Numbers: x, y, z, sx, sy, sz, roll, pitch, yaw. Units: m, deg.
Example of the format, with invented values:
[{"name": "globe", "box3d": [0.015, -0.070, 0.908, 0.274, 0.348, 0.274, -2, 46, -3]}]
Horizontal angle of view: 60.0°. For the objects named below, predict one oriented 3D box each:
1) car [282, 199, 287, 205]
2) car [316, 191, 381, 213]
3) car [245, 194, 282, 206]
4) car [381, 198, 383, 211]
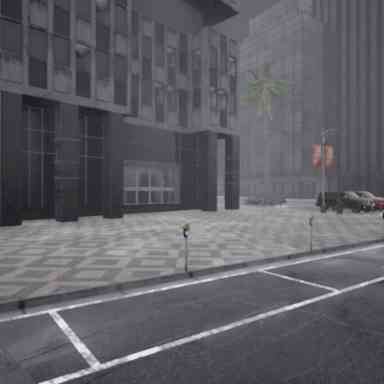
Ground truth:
[{"name": "car", "box3d": [10.273, 1.020, 45.253, 2.033, 1.411, 5.357, 0, 1, -34]}, {"name": "car", "box3d": [15.039, 0.913, 32.916, 2.150, 2.045, 5.566, 0, 1, -35]}, {"name": "car", "box3d": [8.680, 1.062, 41.869, 1.994, 1.385, 4.181, 0, 1, -35]}, {"name": "car", "box3d": [17.649, 0.917, 34.854, 2.150, 2.045, 5.566, 0, 1, -35]}]
